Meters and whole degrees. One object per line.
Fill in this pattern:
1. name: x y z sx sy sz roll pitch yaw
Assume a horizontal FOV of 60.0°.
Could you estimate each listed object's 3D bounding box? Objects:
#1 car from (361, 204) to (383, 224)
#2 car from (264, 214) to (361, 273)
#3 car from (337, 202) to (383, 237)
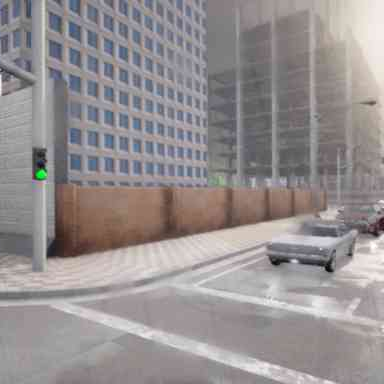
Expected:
1. car: 14.593 1.628 25.812 1.895 1.301 4.718 -1 0 36
2. car: 4.151 1.640 11.170 1.895 1.301 4.718 -1 0 35
3. car: 9.364 1.385 18.499 2.097 1.767 4.553 -1 0 35
